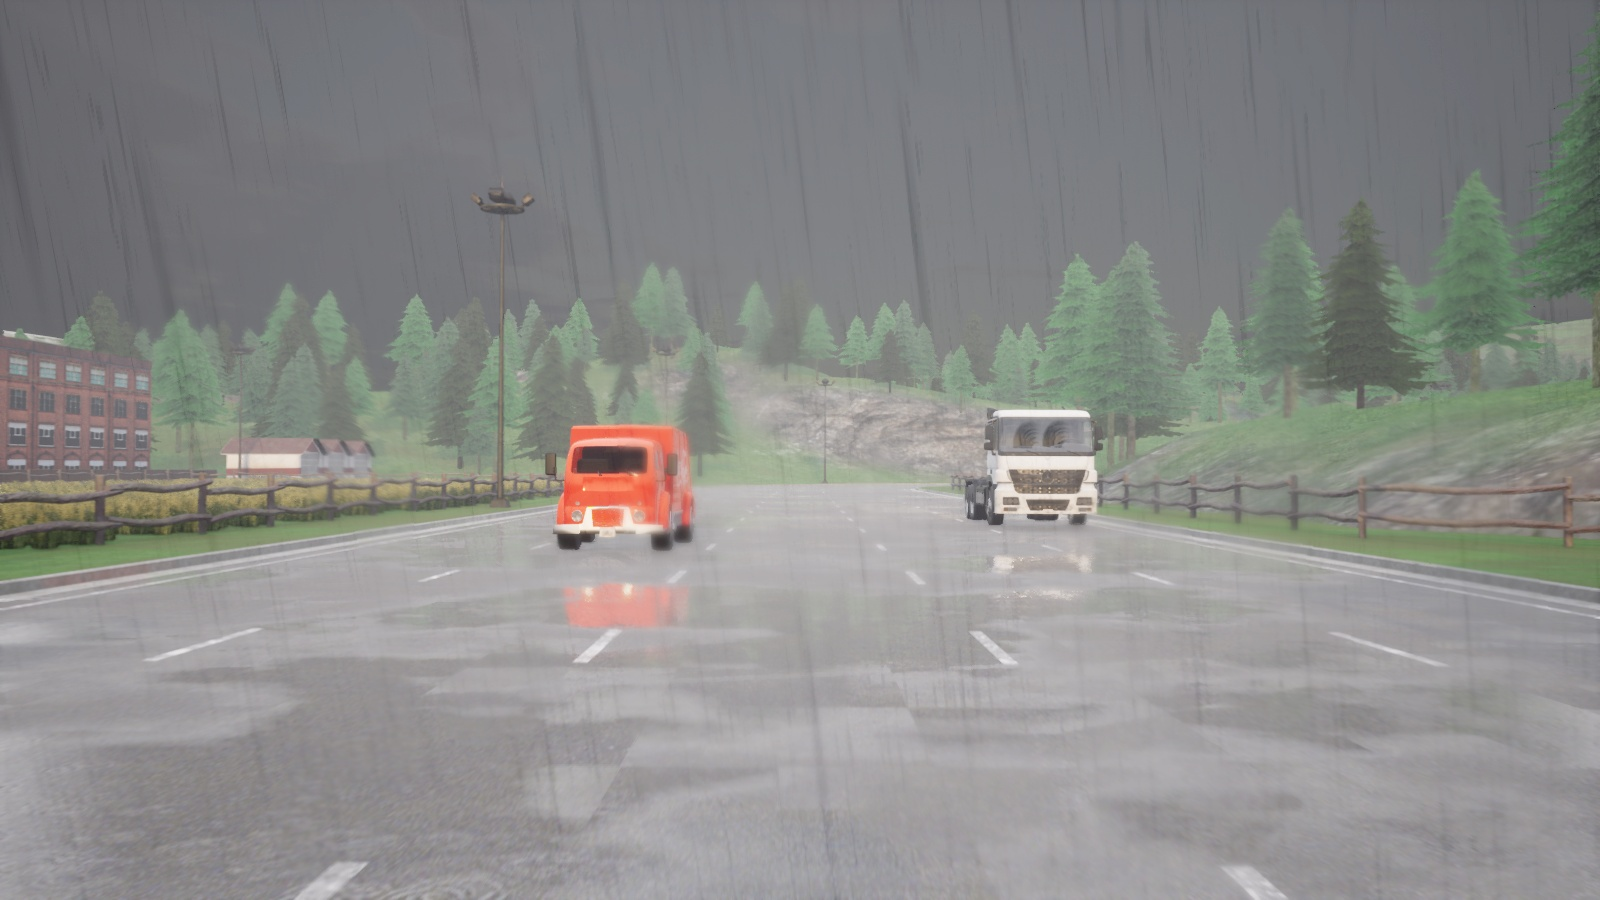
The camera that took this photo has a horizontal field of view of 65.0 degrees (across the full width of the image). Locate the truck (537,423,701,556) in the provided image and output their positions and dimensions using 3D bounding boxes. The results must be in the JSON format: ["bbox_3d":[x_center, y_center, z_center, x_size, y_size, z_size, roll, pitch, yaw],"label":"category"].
[{"bbox_3d":[-3.565,0.775,25.877,2.627,2.467,5.204,0,-1,0],"label":"truck"}]

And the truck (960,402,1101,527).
[{"bbox_3d":[6.905,0.456,38.874,2.891,3.462,7.936,0,-1,0],"label":"truck"}]
